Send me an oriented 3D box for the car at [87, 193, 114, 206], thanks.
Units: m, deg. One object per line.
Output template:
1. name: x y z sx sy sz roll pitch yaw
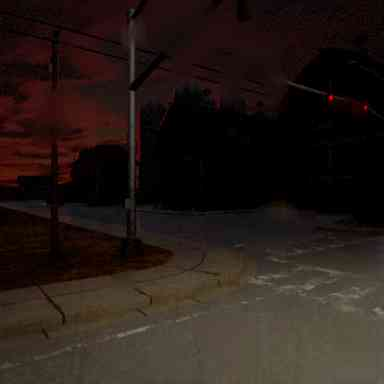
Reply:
1. car: -13.817 1.118 50.584 3.866 1.878 1.905 -2 5 11

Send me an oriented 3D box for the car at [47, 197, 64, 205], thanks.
1. car: -23.348 1.537 56.654 1.994 1.385 4.181 0 0 -36
